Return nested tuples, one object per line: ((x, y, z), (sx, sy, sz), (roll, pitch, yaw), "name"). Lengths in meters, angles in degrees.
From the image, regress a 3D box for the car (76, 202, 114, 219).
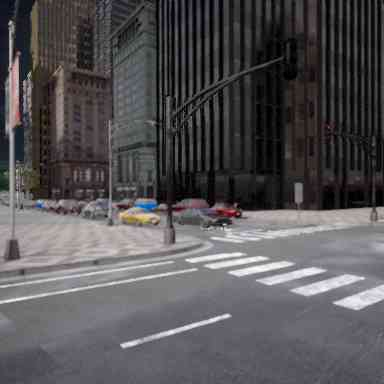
((-9.874, 1.995, 34.026), (2.008, 1.369, 4.403), (-1, 0, -35), "car")

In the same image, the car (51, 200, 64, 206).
((-32.573, 2.644, 80.718), (1.947, 1.339, 4.313), (-1, 0, -35), "car")

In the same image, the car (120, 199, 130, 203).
((-9.025, 1.859, 47.592), (2.192, 1.841, 5.009), (-1, 0, -35), "car")

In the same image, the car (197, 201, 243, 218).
((2.742, 1.813, 30.987), (1.887, 1.381, 4.507), (-1, 0, -35), "car")

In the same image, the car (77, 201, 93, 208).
((-20.525, 2.391, 63.751), (1.802, 1.307, 4.206), (-1, 0, -35), "car")

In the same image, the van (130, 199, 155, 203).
((-6.084, 1.817, 43.441), (1.690, 1.788, 3.998), (-1, 0, -35), "van")

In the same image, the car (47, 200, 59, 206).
((-35.584, 2.693, 84.959), (2.008, 1.369, 4.403), (-1, 0, -35), "car")

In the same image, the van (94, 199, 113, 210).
((-14.905, 2.021, 55.894), (1.690, 1.788, 3.998), (-1, 0, -35), "van")

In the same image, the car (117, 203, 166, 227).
((-4.119, 1.834, 25.920), (1.752, 1.417, 4.829), (-1, 0, -35), "car")

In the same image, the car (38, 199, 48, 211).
((-21.191, 2.147, 49.960), (1.967, 1.590, 4.097), (-1, 0, -35), "car")

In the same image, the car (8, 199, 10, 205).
((-42.231, 2.760, 79.595), (1.802, 1.307, 4.206), (-1, 0, -35), "car")

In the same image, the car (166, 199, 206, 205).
((-0.204, 1.653, 35.138), (2.192, 1.841, 5.009), (-1, 0, -35), "car")

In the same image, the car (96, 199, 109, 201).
((-14.842, 2.118, 51.078), (1.882, 1.535, 5.008), (0, -1, -35), "car")

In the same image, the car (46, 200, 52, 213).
((-18.360, 2.186, 45.977), (1.887, 1.381, 4.507), (-1, 0, -35), "car")

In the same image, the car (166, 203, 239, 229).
((0.583, 1.783, 23.914), (2.033, 1.411, 5.357), (0, -1, -35), "car")

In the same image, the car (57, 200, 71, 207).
((-29.560, 2.578, 76.475), (1.947, 1.339, 4.313), (-1, 0, -35), "car")

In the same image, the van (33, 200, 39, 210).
((-24.022, 2.113, 53.944), (1.690, 1.788, 3.998), (-1, 0, -35), "van")

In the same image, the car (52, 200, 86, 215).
((-15.537, 1.891, 41.993), (2.192, 1.841, 5.009), (-1, 0, -35), "car")

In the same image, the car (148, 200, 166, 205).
((-3.138, 1.989, 39.289), (1.802, 1.307, 4.206), (-1, 0, -35), "car")

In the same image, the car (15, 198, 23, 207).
((-39.119, 2.656, 75.211), (1.887, 1.381, 4.507), (-1, 0, -35), "car")

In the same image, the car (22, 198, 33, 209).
((-29.781, 2.344, 62.057), (1.967, 1.590, 4.097), (-1, 0, -35), "car")

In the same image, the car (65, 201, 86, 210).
((-20.884, 2.327, 59.502), (2.033, 1.411, 5.357), (0, -1, -35), "car")
